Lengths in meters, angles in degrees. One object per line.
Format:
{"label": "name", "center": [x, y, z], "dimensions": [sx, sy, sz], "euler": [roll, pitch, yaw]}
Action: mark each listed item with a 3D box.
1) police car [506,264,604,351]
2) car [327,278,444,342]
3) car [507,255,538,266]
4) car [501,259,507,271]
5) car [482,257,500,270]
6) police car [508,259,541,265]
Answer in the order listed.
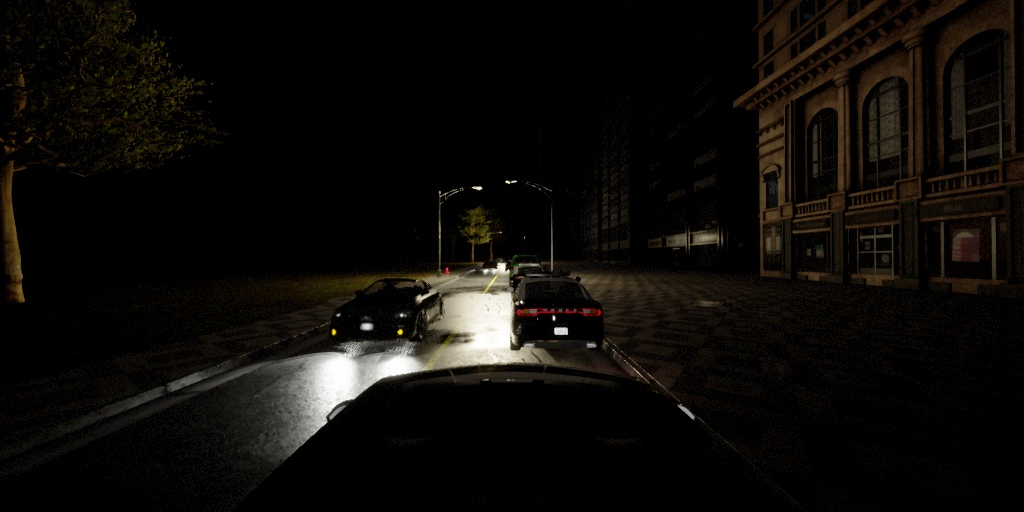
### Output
{"label": "police car", "center": [0.900, 1.175, 9.155], "dimensions": [1.930, 1.638, 5.238], "euler": [0, 0, 0]}
{"label": "car", "center": [-3.098, 1.314, 9.639], "dimensions": [1.994, 1.385, 4.181], "euler": [0, 0, 0]}
{"label": "car", "center": [0.897, 0.963, 25.076], "dimensions": [2.150, 2.045, 5.566], "euler": [0, 0, 0]}
{"label": "car", "center": [0.022, 1.253, 46.607], "dimensions": [2.033, 1.411, 5.357], "euler": [0, 0, 1]}
{"label": "car", "center": [-3.097, 1.260, 51.253], "dimensions": [1.994, 1.385, 4.181], "euler": [0, 0, 0]}
{"label": "police car", "center": [0.900, 1.170, 19.156], "dimensions": [1.930, 1.638, 5.238], "euler": [0, 0, 0]}
